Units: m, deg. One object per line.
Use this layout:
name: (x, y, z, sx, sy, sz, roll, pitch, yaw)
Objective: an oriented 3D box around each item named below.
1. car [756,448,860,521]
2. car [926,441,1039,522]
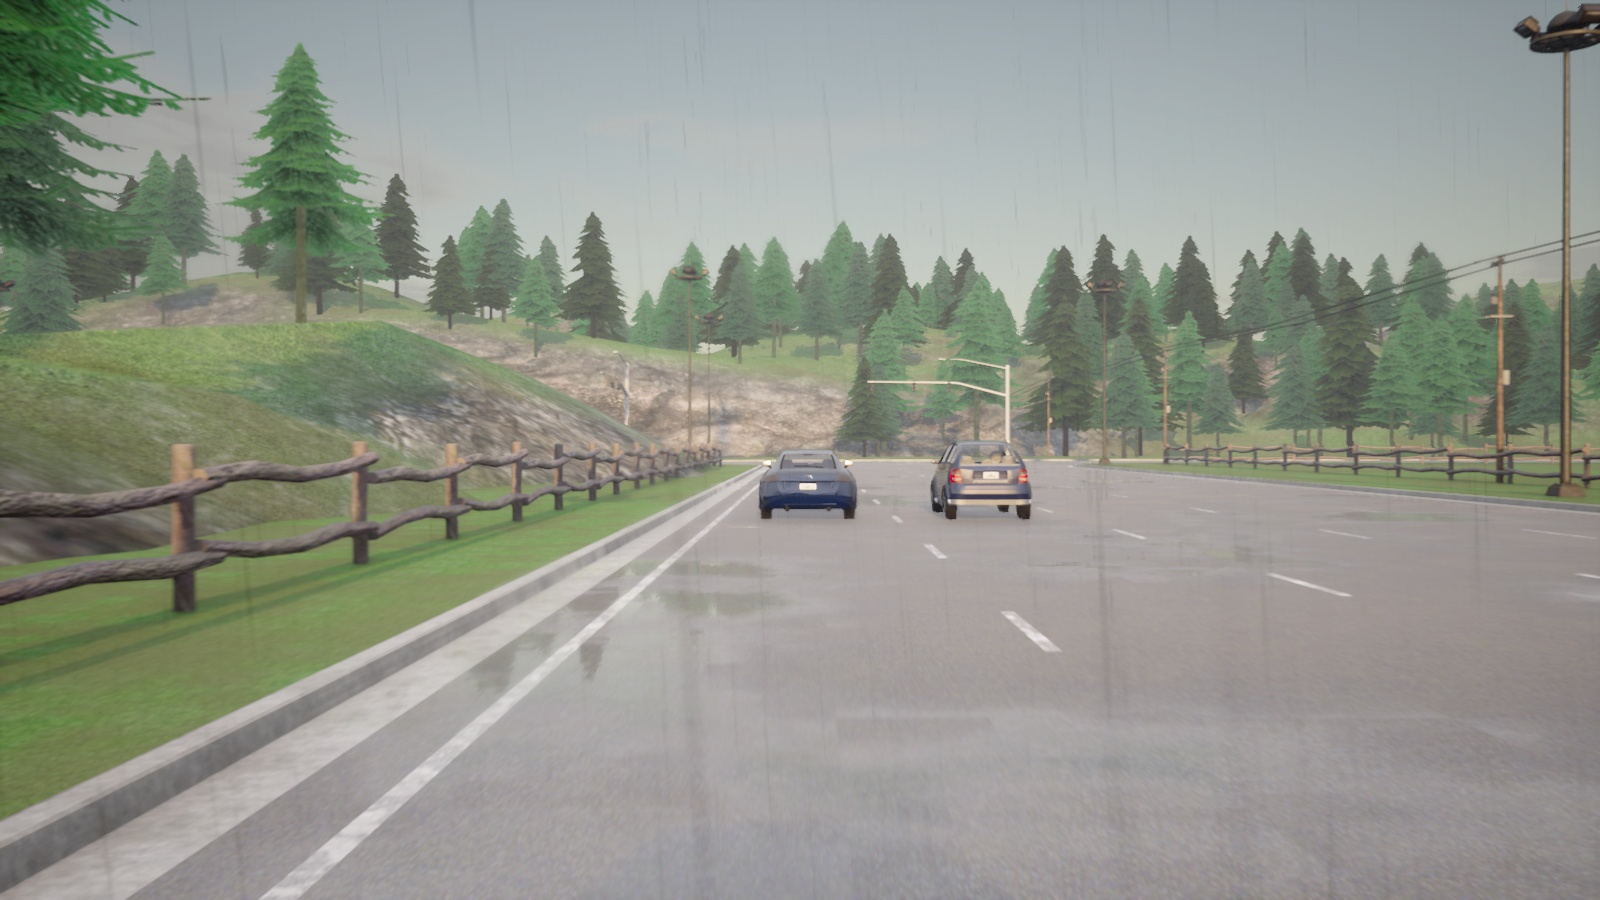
car: (0.164, 0.667, 26.224, 1.994, 1.385, 4.181, 0, 0, 0)
car: (3.663, 0.587, 25.802, 1.789, 1.549, 3.705, 0, 0, 0)
